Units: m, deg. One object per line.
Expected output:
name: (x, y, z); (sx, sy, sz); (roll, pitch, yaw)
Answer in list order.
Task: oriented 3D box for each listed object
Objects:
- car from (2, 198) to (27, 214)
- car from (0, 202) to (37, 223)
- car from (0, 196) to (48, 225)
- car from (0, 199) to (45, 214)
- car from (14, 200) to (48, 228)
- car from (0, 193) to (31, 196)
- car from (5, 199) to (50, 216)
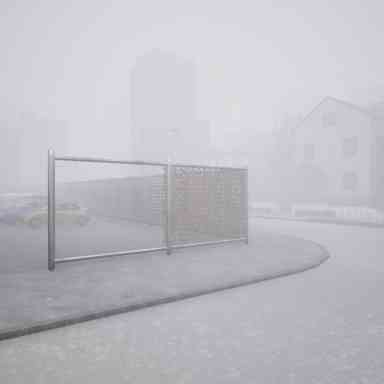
car: (-18.609, 1.403, 34.788); (1.789, 1.547, 3.705); (0, 0, -36)
car: (-12.784, 1.451, 24.533); (2.207, 1.379, 1.481); (0, 0, -36)
car: (-11.049, 1.348, 23.154); (4.611, 1.667, 2.242); (0, 0, -36)
car: (-18.610, 1.474, 35.066); (5.357, 1.415, 2.033); (0, 0, -36)
car: (-8.606, 1.416, 21.002); (4.193, 1.474, 1.816); (0, 0, -36)
car: (-13.337, 1.242, 26.794); (3.866, 1.878, 1.905); (0, 0, -36)
car: (-15.556, 1.413, 31.497); (3.633, 1.501, 1.845); (0, 0, -36)
